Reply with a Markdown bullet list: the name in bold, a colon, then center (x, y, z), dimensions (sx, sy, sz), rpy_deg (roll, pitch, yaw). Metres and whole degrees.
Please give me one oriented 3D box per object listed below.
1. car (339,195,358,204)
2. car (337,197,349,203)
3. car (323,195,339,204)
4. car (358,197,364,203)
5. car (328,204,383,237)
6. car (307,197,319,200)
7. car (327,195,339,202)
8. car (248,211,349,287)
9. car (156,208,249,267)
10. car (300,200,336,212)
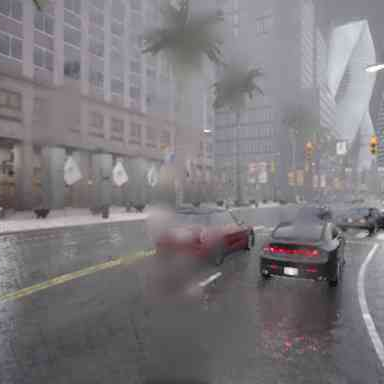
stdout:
- **car**: center (31.198, 1.754, 66.236), dimensions (1.837, 1.490, 4.892), rpy_deg (0, 0, 33)
- **car**: center (37.171, 1.858, 81.817), dimensions (1.994, 1.385, 4.181), rpy_deg (0, 0, 33)
- **car**: center (28.255, 1.599, 68.129), dimensions (2.097, 1.767, 4.553), rpy_deg (0, 0, 33)
- **car**: center (40.129, 1.856, 79.945), dimensions (2.033, 1.411, 5.357), rpy_deg (0, 0, 33)
- **car**: center (10.447, 1.629, 19.931), dimensions (5.357, 1.411, 2.033), rpy_deg (0, 0, -44)
- **car**: center (25.098, 1.744, 69.127), dimensions (2.161, 1.482, 4.786), rpy_deg (0, 0, 32)
- **car**: center (37.106, 1.671, 87.480), dimensions (2.185, 1.767, 4.553), rpy_deg (0, 0, 32)
- **car**: center (3.334, 1.537, 9.603), dimensions (1.837, 1.490, 4.892), rpy_deg (0, 0, 27)
- **car**: center (0.674, 1.376, 11.976), dimensions (2.097, 1.767, 4.553), rpy_deg (0, 0, 28)
- **car**: center (10.140, 1.618, 27.243), dimensions (1.812, 1.442, 4.674), rpy_deg (0, 0, 33)
